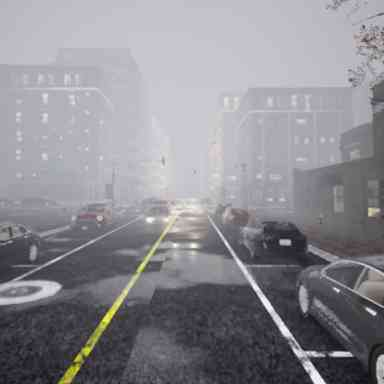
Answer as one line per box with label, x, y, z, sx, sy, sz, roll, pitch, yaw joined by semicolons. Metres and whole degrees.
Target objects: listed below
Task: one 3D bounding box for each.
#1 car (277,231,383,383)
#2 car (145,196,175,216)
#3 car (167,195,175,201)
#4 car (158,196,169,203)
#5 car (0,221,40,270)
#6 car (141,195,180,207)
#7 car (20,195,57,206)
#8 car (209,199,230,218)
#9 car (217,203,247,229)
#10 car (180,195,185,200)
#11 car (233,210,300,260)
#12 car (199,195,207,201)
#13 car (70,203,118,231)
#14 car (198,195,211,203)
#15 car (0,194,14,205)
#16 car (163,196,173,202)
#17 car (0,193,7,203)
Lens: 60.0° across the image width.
car;2.800;1.549;4.612;2.008;1.369;4.403;0;0;0
car;-3.041;1.473;32.220;1.882;1.535;5.008;0;0;1
car;-5.668;1.586;90.287;1.947;1.339;4.313;0;0;0
car;-5.762;1.549;68.854;1.887;1.381;4.507;0;0;0
car;-5.804;1.548;9.240;2.008;1.369;4.403;1;0;0
car;-4.579;1.445;46.394;5.008;1.535;1.882;1;0;-1
car;-19.989;1.158;43.500;4.507;1.381;1.887;1;-2;-1
car;2.832;1.540;30.160;1.887;1.381;4.507;0;0;0
car;2.831;1.577;21.158;1.802;1.307;4.206;0;0;0
car;-2.984;1.562;93.526;2.033;1.411;5.357;0;0;0
car;2.830;1.563;12.157;1.947;1.339;4.313;0;0;0
car;2.711;1.582;84.622;1.947;1.339;4.313;0;0;0
car;-5.808;1.436;20.059;1.967;1.590;4.097;0;0;0
car;2.821;1.444;67.631;1.967;1.590;4.097;0;0;0
car;-25.670;1.051;43.525;4.507;1.381;1.887;1;-2;-1
car;-5.670;1.562;78.957;2.008;1.369;4.403;0;0;0
car;-31.492;0.908;51.855;4.097;1.590;1.967;1;-2;0
